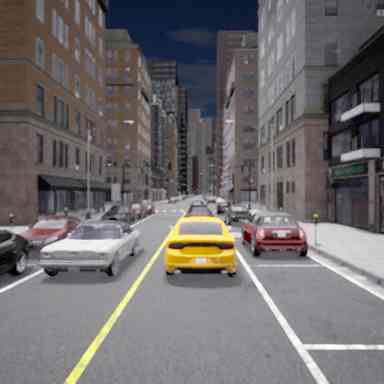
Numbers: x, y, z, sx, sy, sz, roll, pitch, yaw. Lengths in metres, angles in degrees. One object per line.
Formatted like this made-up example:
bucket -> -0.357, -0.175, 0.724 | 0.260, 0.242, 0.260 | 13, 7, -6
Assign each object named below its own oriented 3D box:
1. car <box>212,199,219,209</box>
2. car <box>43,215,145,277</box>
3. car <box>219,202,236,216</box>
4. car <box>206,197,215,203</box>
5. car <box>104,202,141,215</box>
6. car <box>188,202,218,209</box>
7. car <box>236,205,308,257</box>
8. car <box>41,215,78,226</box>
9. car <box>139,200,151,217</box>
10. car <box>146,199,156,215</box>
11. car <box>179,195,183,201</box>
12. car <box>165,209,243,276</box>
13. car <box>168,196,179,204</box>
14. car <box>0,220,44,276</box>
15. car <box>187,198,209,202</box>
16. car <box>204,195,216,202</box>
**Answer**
car -> 3.487, 1.696, 35.208 | 1.947, 1.339, 4.313 | 0, 0, 1
car -> -2.925, 1.637, 10.518 | 1.895, 1.301, 4.718 | 0, 0, 1
car -> 3.284, 1.639, 24.207 | 2.008, 1.369, 4.403 | 0, 0, 1
car -> 4.318, 1.858, 77.869 | 1.752, 1.417, 4.829 | 0, 0, 1
car -> -5.239, 1.652, 24.364 | 1.947, 1.339, 4.313 | 0, 0, 1
car -> 0.530, 1.650, 23.800 | 1.994, 1.385, 4.181 | 0, 0, 0
car -> 3.081, 1.488, 13.207 | 1.967, 1.590, 4.097 | 0, 0, 1
car -> -5.442, 1.628, 13.364 | 1.802, 1.307, 4.206 | 0, 0, 1
car -> -5.138, 1.689, 29.865 | 1.802, 1.307, 4.206 | 0, 0, 1
car -> -5.037, 1.568, 35.366 | 1.967, 1.590, 4.097 | 0, 0, 1
car -> -4.099, 1.911, 83.275 | 2.008, 1.369, 4.403 | 0, 0, 1
car -> 0.266, 1.515, 10.498 | 1.882, 1.535, 5.008 | 0, 0, 1
car -> -4.318, 1.882, 72.461 | 1.802, 1.307, 4.206 | 0, 0, 1
car -> -5.544, 1.592, 7.863 | 1.947, 1.339, 4.313 | 0, 0, 1
car -> 0.627, 1.654, 34.988 | 1.812, 1.442, 4.674 | 0, 0, 3
car -> 4.205, 1.743, 72.291 | 1.967, 1.590, 4.097 | 0, 0, 1
